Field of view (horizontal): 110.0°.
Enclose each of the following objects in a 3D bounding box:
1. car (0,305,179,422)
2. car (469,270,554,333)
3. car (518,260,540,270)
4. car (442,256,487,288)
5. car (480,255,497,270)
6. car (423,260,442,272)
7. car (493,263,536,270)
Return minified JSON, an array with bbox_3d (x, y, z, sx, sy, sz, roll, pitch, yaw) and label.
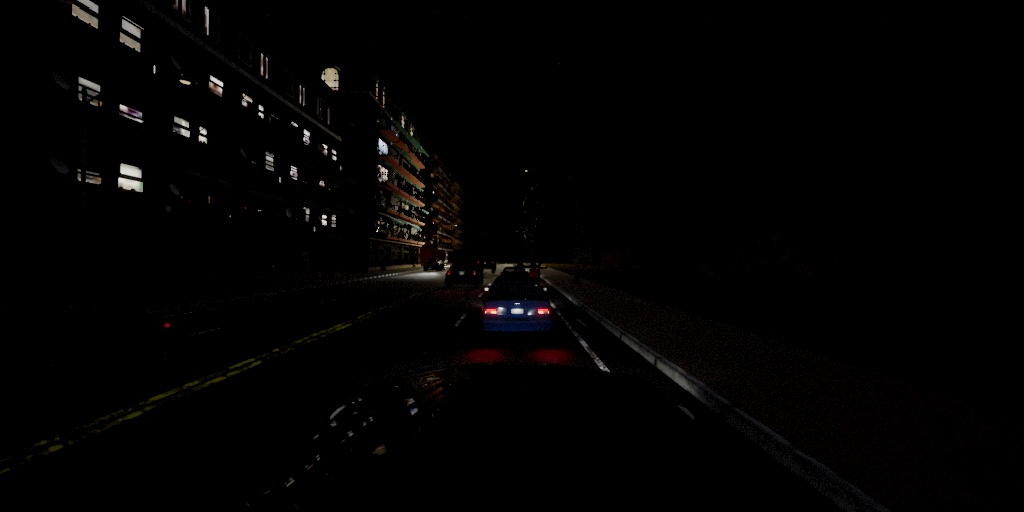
[{"bbox_3d":[-6.599,1.314,4.259,1.994,1.385,4.181,0,0,0],"label":"car"},{"bbox_3d":[0.118,1.299,10.627,2.033,1.411,5.357,0,0,0],"label":"car"},{"bbox_3d":[1.191,1.105,29.895,2.097,1.767,4.553,0,0,0],"label":"car"},{"bbox_3d":[-3.106,1.106,24.207,2.097,1.767,4.553,0,0,0],"label":"car"},{"bbox_3d":[-3.069,0.964,43.684,2.150,2.045,5.566,0,-1,0],"label":"car"},{"bbox_3d":[-9.767,1.245,44.973,2.128,1.511,4.902,0,0,0],"label":"car"},{"bbox_3d":[0.130,1.317,20.961,1.994,1.385,4.181,0,0,1],"label":"car"}]
